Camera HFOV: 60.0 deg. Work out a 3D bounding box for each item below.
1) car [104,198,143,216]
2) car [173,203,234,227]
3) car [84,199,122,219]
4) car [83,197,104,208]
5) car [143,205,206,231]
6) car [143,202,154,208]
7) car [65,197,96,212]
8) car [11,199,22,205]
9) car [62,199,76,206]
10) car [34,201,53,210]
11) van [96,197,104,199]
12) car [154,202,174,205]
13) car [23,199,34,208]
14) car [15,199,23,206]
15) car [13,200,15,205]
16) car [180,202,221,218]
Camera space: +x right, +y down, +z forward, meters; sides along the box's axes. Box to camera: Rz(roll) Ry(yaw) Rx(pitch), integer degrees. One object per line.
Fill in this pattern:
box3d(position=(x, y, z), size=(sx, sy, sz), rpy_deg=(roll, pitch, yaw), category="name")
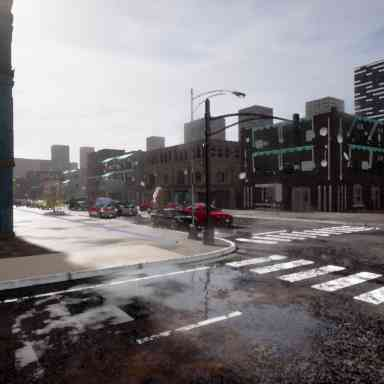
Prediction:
box3d(position=(-7.736, 1.744, 36.896), size=(2.097, 1.767, 4.553), rpy_deg=(-1, 0, -35), category="car")
box3d(position=(0.969, 1.698, 24.611), size=(1.882, 1.535, 5.008), rpy_deg=(-1, 0, -35), category="car")
box3d(position=(-9.240, 1.847, 34.514), size=(1.967, 1.590, 4.097), rpy_deg=(-1, 0, -35), category="car")
box3d(position=(-18.415, 1.940, 61.939), size=(2.192, 1.841, 5.009), rpy_deg=(-1, 0, -35), category="car")
box3d(position=(-1.310, 1.815, 23.124), size=(1.947, 1.339, 4.313), rpy_deg=(-1, 0, -35), category="car")
box3d(position=(-5.603, 1.966, 43.878), size=(1.802, 1.307, 4.206), rpy_deg=(-1, 0, -35), category="car")
box3d(position=(-16.694, 1.787, 49.639), size=(2.150, 2.045, 5.566), rpy_deg=(-1, 0, -35), category="car")
box3d(position=(-44.454, 2.598, 84.182), size=(1.887, 1.381, 4.507), rpy_deg=(-1, 0, -35), category="car")
box3d(position=(-28.014, 2.364, 75.486), size=(1.947, 1.339, 4.313), rpy_deg=(-1, 0, -35), category="car")
box3d(position=(-25.147, 2.233, 56.952), size=(1.752, 1.417, 4.829), rpy_deg=(-1, 0, -35), category="car")
box3d(position=(-15.213, 1.907, 57.424), size=(1.690, 1.788, 3.998), rpy_deg=(-1, 0, -35), category="van")
box3d(position=(-2.402, 1.904, 39.364), size=(1.802, 1.307, 4.206), rpy_deg=(-2, 0, -35), category="car")
box3d(position=(-31.648, 2.376, 66.122), size=(2.008, 1.369, 4.403), rpy_deg=(-1, 0, -35), category="car")
box3d(position=(-38.053, 2.380, 75.152), size=(1.967, 1.590, 4.097), rpy_deg=(-1, 0, -35), category="car")
box3d(position=(-41.252, 2.548, 79.668), size=(2.008, 1.369, 4.403), rpy_deg=(-1, 0, -35), category="car")
box3d(position=(0.799, 1.810, 34.848), size=(2.008, 1.369, 4.403), rpy_deg=(-2, 0, -35), category="car")
